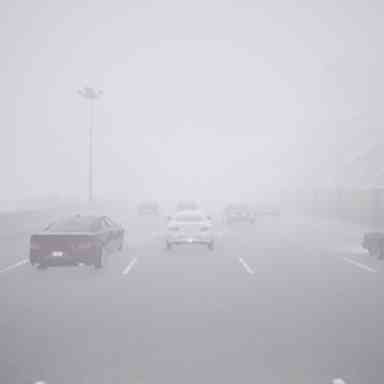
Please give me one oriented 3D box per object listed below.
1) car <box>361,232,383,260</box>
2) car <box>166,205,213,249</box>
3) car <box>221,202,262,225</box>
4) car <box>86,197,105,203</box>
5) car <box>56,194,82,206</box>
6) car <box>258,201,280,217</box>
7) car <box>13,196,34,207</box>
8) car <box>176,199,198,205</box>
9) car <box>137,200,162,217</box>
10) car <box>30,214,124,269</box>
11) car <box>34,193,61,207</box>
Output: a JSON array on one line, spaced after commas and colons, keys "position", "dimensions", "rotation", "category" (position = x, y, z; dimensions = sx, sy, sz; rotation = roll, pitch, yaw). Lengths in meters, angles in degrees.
[{"position": [6.989, 1.533, 9.391], "dimensions": [2.033, 1.411, 5.357], "rotation": [0, 0, -1], "category": "car"}, {"position": [-0.120, 1.506, 14.376], "dimensions": [1.812, 1.442, 4.674], "rotation": [0, 0, -1], "category": "car"}, {"position": [3.223, 1.514, 23.773], "dimensions": [2.033, 1.411, 5.357], "rotation": [0, 0, -1], "category": "car"}, {"position": [-14.938, 1.480, 52.053], "dimensions": [2.033, 1.411, 5.357], "rotation": [0, 0, -1], "category": "car"}, {"position": [-18.427, 1.427, 51.011], "dimensions": [2.128, 1.511, 4.902], "rotation": [0, 0, -1], "category": "car"}, {"position": [6.597, 1.521, 30.315], "dimensions": [1.994, 1.385, 4.181], "rotation": [0, 0, -1], "category": "car"}, {"position": [-25.426, 1.429, 50.879], "dimensions": [2.128, 1.511, 4.902], "rotation": [0, 0, -1], "category": "car"}, {"position": [-0.419, 1.435, 31.077], "dimensions": [1.882, 1.535, 5.008], "rotation": [0, 0, -1], "category": "car"}, {"position": [-3.920, 1.436, 31.084], "dimensions": [1.882, 1.535, 5.008], "rotation": [0, 0, -1], "category": "car"}, {"position": [-3.549, 1.463, 11.157], "dimensions": [1.882, 1.535, 5.008], "rotation": [0, 0, -1], "category": "car"}, {"position": [-21.935, 1.161, 51.804], "dimensions": [2.150, 2.045, 5.566], "rotation": [0, 0, -1], "category": "car"}]
